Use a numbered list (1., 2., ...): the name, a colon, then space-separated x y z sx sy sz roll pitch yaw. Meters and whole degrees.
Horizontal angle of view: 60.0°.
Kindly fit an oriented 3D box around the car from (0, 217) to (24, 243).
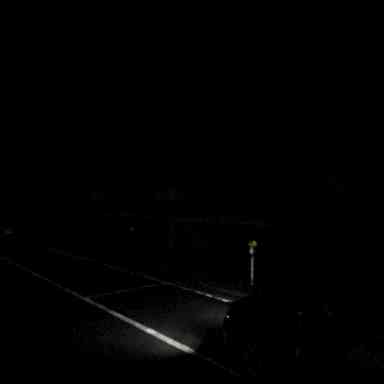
1. car: -11.077 2.109 19.021 1.752 1.417 4.829 3 -3 -43

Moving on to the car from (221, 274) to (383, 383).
1. car: 2.486 1.707 3.718 1.837 1.490 4.892 3 -3 -43
